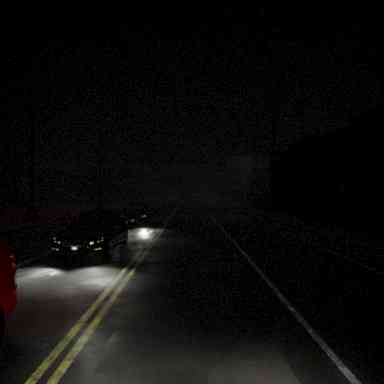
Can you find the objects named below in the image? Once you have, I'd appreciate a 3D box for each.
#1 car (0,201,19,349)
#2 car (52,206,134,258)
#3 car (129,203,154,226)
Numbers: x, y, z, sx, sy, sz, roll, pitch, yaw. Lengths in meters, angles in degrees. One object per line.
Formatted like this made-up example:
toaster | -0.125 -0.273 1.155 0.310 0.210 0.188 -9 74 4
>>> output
car | -3.608 1.222 2.617 2.150 2.045 5.566 0 0 0
car | -3.657 1.492 12.733 1.837 1.490 4.892 0 0 0
car | -3.696 1.499 23.023 1.812 1.442 4.674 0 0 0
